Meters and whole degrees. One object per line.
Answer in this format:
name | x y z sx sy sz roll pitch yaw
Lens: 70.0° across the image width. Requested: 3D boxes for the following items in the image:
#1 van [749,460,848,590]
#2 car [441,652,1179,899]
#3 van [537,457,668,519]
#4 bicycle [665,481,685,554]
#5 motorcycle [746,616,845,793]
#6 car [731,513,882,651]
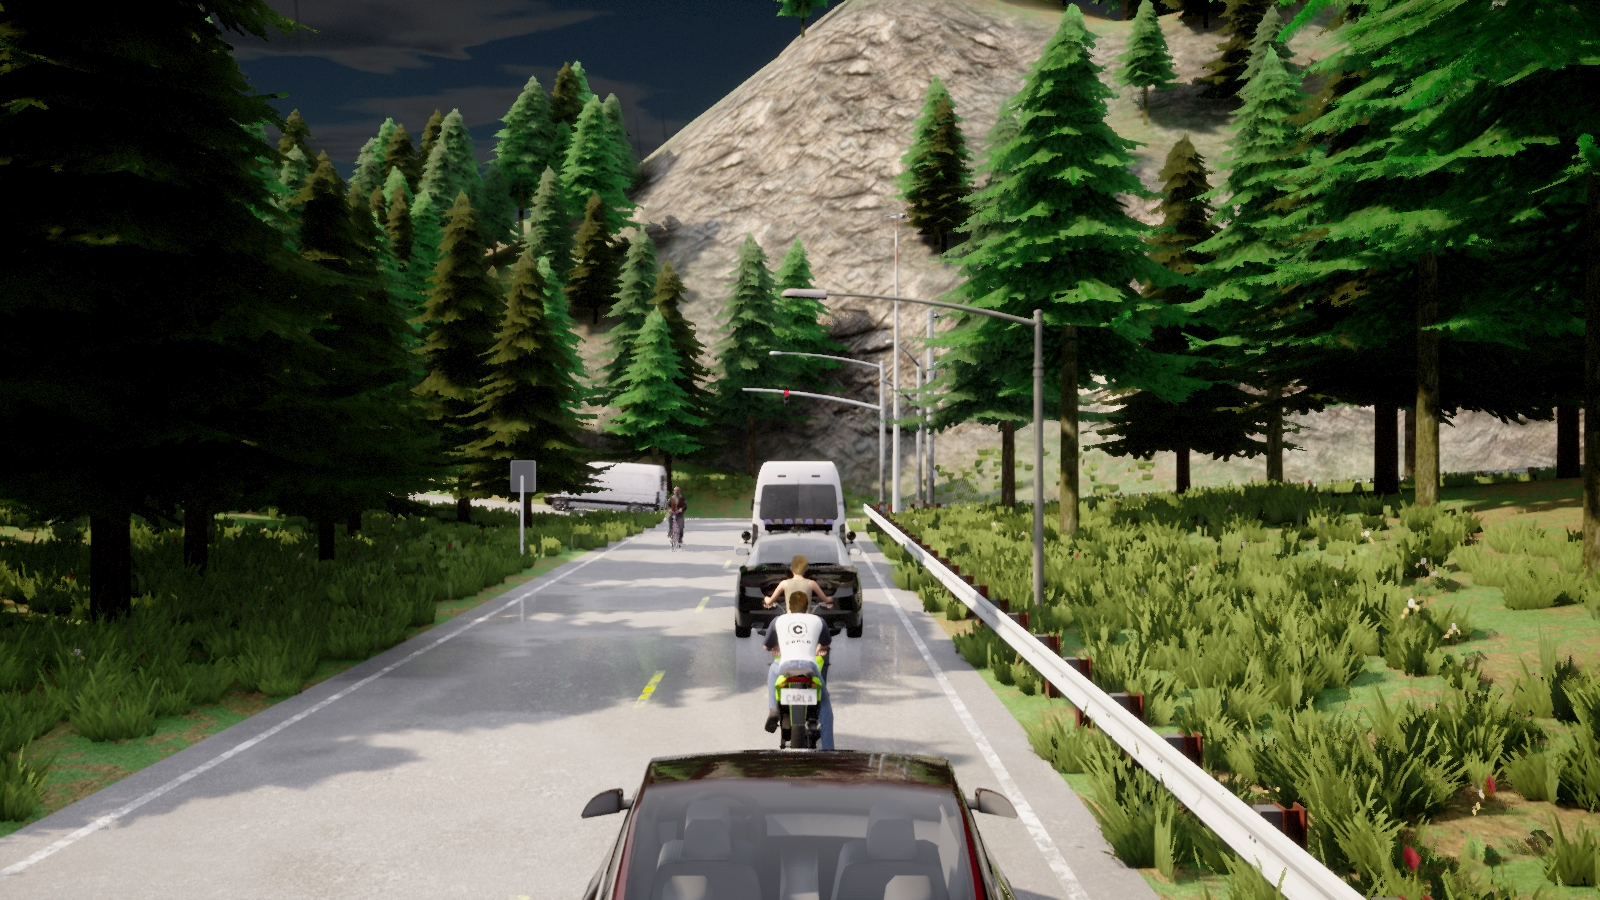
van | -0.039 1.533 25.918 1.988 2.561 5.915 0 0 0
car | 0.027 2.062 5.080 2.163 1.488 4.792 0 0 0
van | -9.674 1.852 56.194 5.915 2.561 1.988 4 0 3
bicycle | -3.460 1.834 31.686 0.329 1.919 1.835 0 0 1
motorcycle | -0.033 2.212 10.287 0.803 1.145 2.033 0 0 0
car | 0.090 1.981 18.501 2.097 1.638 5.238 0 0 0
